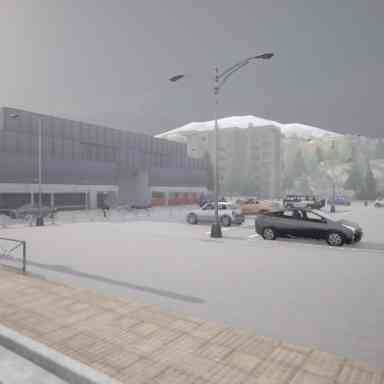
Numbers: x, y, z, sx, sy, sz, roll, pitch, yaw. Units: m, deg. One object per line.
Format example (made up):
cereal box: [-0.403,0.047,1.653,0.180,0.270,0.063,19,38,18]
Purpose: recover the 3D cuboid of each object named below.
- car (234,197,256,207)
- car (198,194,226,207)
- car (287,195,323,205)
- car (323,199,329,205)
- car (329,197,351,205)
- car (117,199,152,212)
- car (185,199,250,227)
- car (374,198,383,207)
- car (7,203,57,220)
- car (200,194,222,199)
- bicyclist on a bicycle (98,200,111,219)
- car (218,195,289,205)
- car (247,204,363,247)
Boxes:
car: [9.262,1.702,57.956,1.812,1.442,4.674,0,0,35]
car: [3.474,1.394,55.849,2.150,2.045,5.566,0,0,35]
car: [12.324,1.269,37.800,3.866,1.878,1.905,0,0,35]
car: [13.669,1.289,40.409,4.605,1.855,1.932,0,0,35]
car: [24.536,1.565,55.484,3.633,1.501,1.845,0,0,35]
car: [-7.121,1.667,41.087,2.128,1.511,4.902,0,0,35]
car: [1.469,1.424,21.946,3.806,1.475,1.970,0,0,35]
car: [28.863,1.576,48.759,3.806,1.475,1.970,0,0,35]
car: [-14.615,1.740,30.538,1.994,1.385,4.181,0,0,35]
car: [3.207,1.398,49.368,2.150,2.045,5.566,0,0,37]
bicyclist on a bicycle: [-7.368,1.477,27.820,1.656,1.620,0.582,0,0,35]
car: [4.920,1.345,27.366,5.027,1.636,2.152,0,0,35]
car: [5.098,1.490,14.879,4.514,1.523,2.007,0,0,35]
